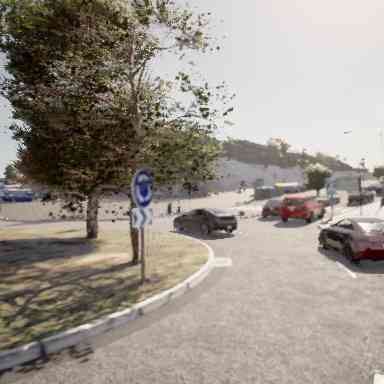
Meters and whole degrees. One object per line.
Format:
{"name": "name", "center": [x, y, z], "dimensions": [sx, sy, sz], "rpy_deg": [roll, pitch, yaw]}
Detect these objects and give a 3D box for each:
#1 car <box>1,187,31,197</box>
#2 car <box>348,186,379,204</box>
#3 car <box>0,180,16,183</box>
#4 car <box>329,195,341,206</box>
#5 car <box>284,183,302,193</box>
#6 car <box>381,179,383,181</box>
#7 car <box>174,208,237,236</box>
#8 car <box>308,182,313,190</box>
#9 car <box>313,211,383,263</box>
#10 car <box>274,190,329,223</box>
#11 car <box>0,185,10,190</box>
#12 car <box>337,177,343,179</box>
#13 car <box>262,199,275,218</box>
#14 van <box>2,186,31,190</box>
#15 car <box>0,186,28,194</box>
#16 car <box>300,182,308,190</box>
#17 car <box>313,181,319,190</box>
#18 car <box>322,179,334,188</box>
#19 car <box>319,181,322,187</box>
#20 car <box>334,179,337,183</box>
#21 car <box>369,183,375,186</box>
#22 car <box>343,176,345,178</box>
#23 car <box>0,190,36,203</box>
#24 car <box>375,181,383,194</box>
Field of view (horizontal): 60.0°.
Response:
{"name": "car", "center": [-33.293, 0.023, 63.112], "dimensions": [2.185, 1.767, 4.553], "rpy_deg": [4, 4, 39]}
{"name": "car", "center": [19.141, 0.486, 37.536], "dimensions": [1.837, 1.490, 4.892], "rpy_deg": [-1, 3, 43]}
{"name": "car", "center": [-41.030, -1.076, 75.984], "dimensions": [2.435, 2.045, 5.566], "rpy_deg": [4, 4, 38]}
{"name": "car", "center": [15.254, 0.819, 37.754], "dimensions": [1.895, 1.301, 4.718], "rpy_deg": [-1, 3, 43]}
{"name": "car", "center": [16.982, -0.351, 60.752], "dimensions": [4.792, 1.488, 2.163], "rpy_deg": [-3, 2, 20]}
{"name": "car", "center": [31.307, -0.934, 56.352], "dimensions": [1.895, 1.301, 4.718], "rpy_deg": [-1, 3, 38]}
{"name": "car", "center": [0.698, 1.720, 20.215], "dimensions": [1.837, 1.490, 4.892], "rpy_deg": [2, -2, -34]}
{"name": "car", "center": [20.717, -0.763, 65.332], "dimensions": [4.674, 1.452, 2.002], "rpy_deg": [-3, 2, 19]}
{"name": "car", "center": [6.103, 1.605, 12.034], "dimensions": [1.994, 1.385, 4.181], "rpy_deg": [-1, -1, 5]}
{"name": "car", "center": [8.769, 1.230, 26.187], "dimensions": [2.150, 2.045, 5.566], "rpy_deg": [-2, 2, 35]}
{"name": "car", "center": [-30.207, 0.286, 57.963], "dimensions": [2.435, 2.045, 5.566], "rpy_deg": [5, 4, 39]}
{"name": "car", "center": [34.668, -2.410, 84.334], "dimensions": [5.008, 1.535, 2.097], "rpy_deg": [-3, 2, 15]}
{"name": "car", "center": [8.123, 1.308, 29.802], "dimensions": [2.097, 1.767, 4.553], "rpy_deg": [-2, 2, 40]}
{"name": "van", "center": [-28.586, 0.503, 55.513], "dimensions": [1.878, 1.987, 4.442], "rpy_deg": [4, 4, 39]}
{"name": "car", "center": [-37.911, -0.434, 70.850], "dimensions": [2.231, 1.521, 4.892], "rpy_deg": [5, 4, 39]}
{"name": "car", "center": [18.879, -0.593, 63.020], "dimensions": [4.892, 1.521, 2.231], "rpy_deg": [-3, 2, 20]}
{"name": "car", "center": [22.538, -1.012, 67.640], "dimensions": [5.008, 1.535, 2.097], "rpy_deg": [-3, 2, 18]}
{"name": "car", "center": [29.598, -1.822, 77.077], "dimensions": [4.892, 1.521, 2.231], "rpy_deg": [-3, 2, 16]}
{"name": "car", "center": [24.293, -1.340, 69.985], "dimensions": [4.553, 1.767, 2.185], "rpy_deg": [-3, 2, 18]}
{"name": "car", "center": [31.312, -2.021, 79.481], "dimensions": [4.892, 1.521, 2.231], "rpy_deg": [-3, 2, 16]}
{"name": "car", "center": [23.764, -0.159, 47.250], "dimensions": [2.033, 1.411, 5.357], "rpy_deg": [-1, 3, 41]}
{"name": "car", "center": [36.342, -2.600, 86.771], "dimensions": [5.008, 1.535, 2.097], "rpy_deg": [-3, 2, 15]}
{"name": "car", "center": [-27.136, 0.923, 52.862], "dimensions": [2.097, 1.535, 5.008], "rpy_deg": [4, 4, 39]}
{"name": "car", "center": [26.946, -0.384, 46.350], "dimensions": [1.882, 1.535, 5.008], "rpy_deg": [-1, 3, 41]}
